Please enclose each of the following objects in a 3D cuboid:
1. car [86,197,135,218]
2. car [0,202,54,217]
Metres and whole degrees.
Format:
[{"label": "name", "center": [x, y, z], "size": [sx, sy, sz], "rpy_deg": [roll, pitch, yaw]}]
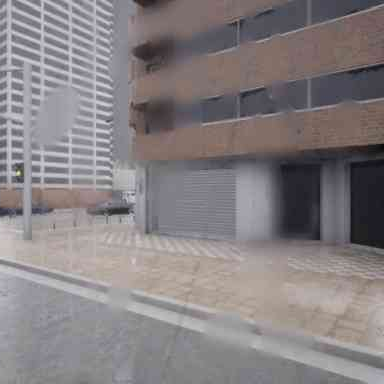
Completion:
[{"label": "car", "center": [-7.191, 1.486, 30.171], "size": [2.128, 1.511, 4.902], "rpy_deg": [0, 0, 36]}, {"label": "car", "center": [-15.533, 1.593, 30.932], "size": [1.895, 1.301, 4.718], "rpy_deg": [0, 0, 36]}]
